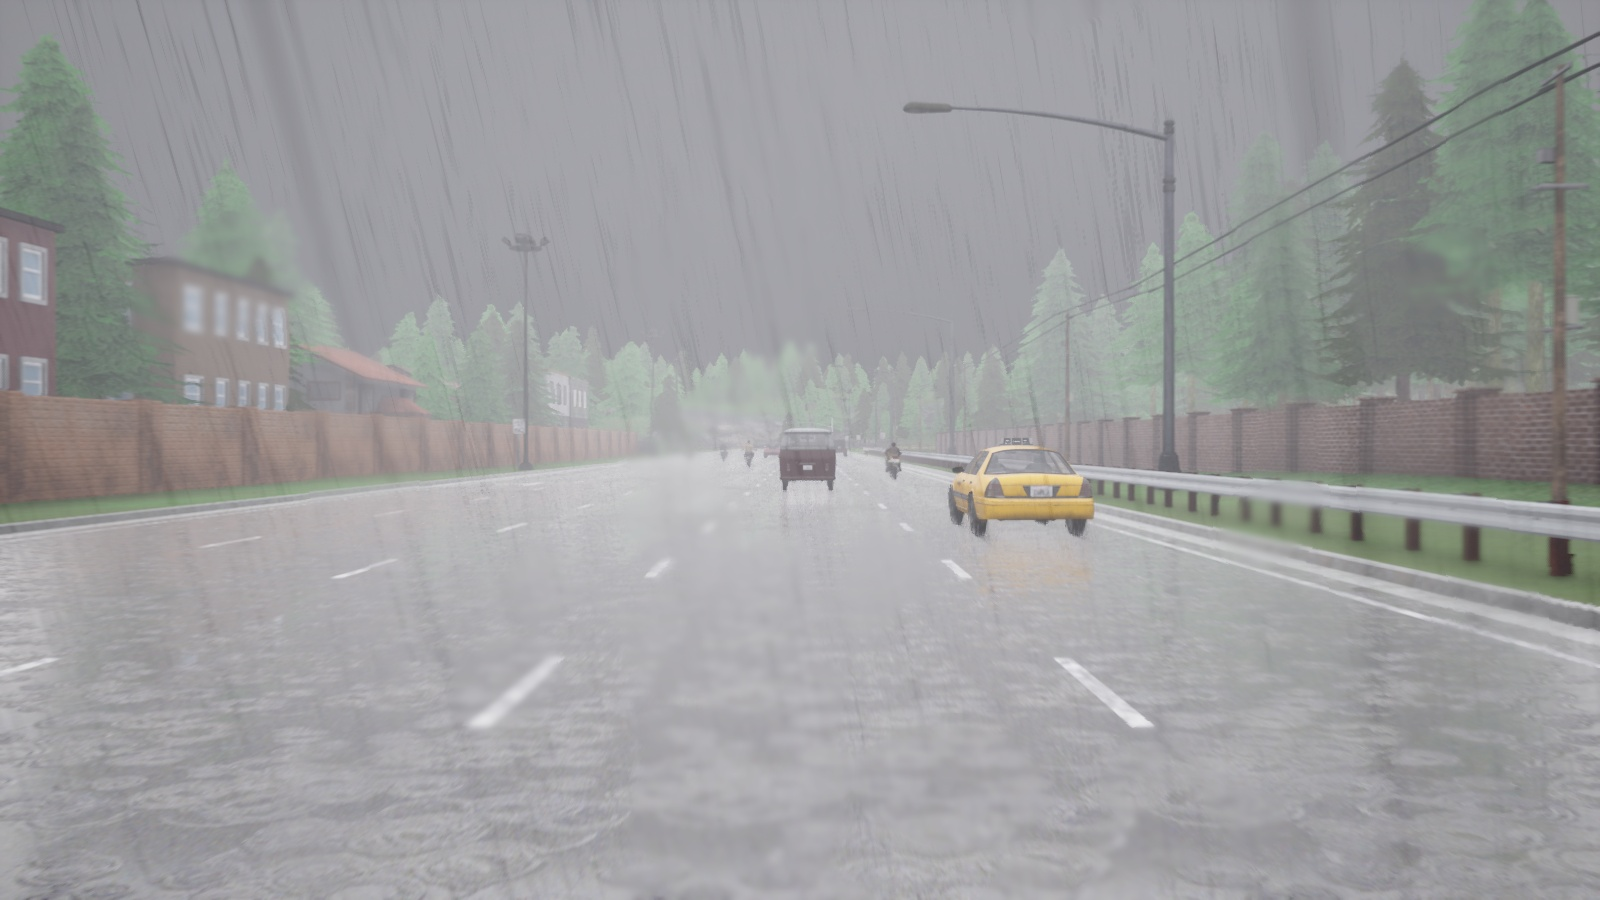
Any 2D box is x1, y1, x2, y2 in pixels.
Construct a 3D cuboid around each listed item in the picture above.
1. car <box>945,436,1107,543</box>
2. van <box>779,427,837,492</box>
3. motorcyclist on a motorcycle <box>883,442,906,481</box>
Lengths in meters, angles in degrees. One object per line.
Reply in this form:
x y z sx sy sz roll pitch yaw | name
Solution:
3.642 0.570 21.235 1.801 1.575 5.366 0 0 0 | car
0.257 0.273 40.653 1.775 1.987 4.442 0 0 0 | van
3.817 0.448 50.777 0.797 1.523 2.044 0 0 0 | motorcyclist on a motorcycle
